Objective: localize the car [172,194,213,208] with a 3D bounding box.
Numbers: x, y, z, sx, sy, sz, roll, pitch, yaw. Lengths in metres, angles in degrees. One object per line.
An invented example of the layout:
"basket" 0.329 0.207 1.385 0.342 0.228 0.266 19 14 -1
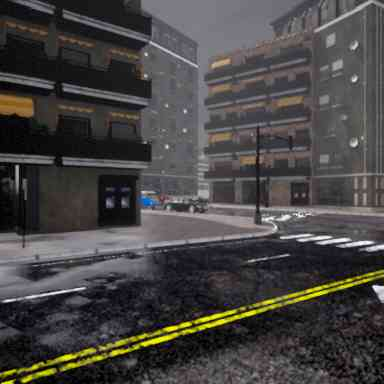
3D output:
"car" 0.012 1.033 39.301 4.403 1.369 2.008 1 0 37

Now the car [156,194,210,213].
"car" -0.604 1.131 29.301 4.403 1.369 2.008 1 0 37

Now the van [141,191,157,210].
"van" -5.024 0.811 32.609 3.998 1.788 1.690 1 0 37

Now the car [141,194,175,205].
"car" -4.414 0.953 42.608 4.206 1.307 1.802 1 0 37
